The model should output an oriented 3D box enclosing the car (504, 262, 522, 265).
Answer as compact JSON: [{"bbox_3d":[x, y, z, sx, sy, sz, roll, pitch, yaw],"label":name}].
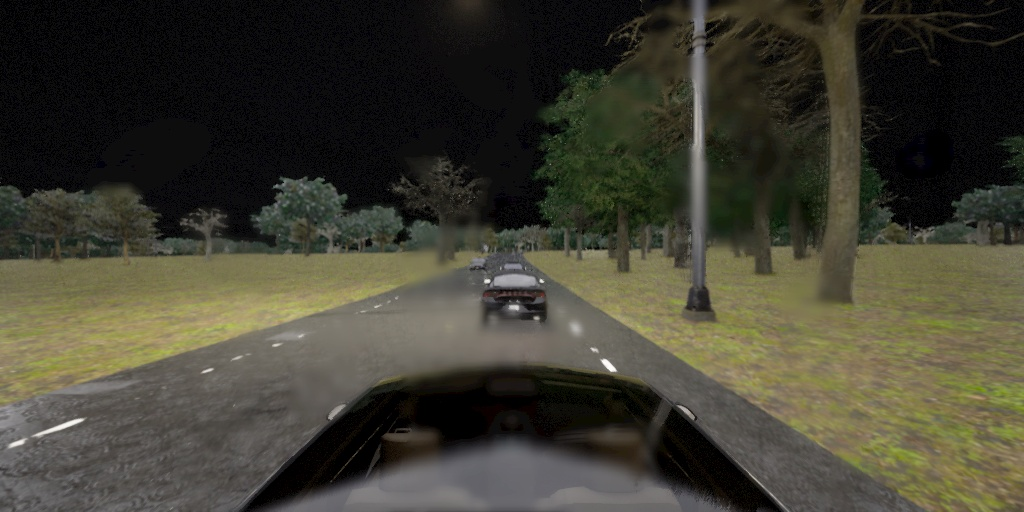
[{"bbox_3d":[0.080,1.153,26.334,2.033,1.411,5.357,0,1,0],"label":"car"}]

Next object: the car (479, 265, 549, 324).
[{"bbox_3d":[0.082,1.203,11.823,1.882,1.535,5.008,0,0,0],"label":"car"}]

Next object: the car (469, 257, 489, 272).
[{"bbox_3d":[-3.595,0.927,39.727,1.837,1.490,4.892,0,1,0],"label":"car"}]
